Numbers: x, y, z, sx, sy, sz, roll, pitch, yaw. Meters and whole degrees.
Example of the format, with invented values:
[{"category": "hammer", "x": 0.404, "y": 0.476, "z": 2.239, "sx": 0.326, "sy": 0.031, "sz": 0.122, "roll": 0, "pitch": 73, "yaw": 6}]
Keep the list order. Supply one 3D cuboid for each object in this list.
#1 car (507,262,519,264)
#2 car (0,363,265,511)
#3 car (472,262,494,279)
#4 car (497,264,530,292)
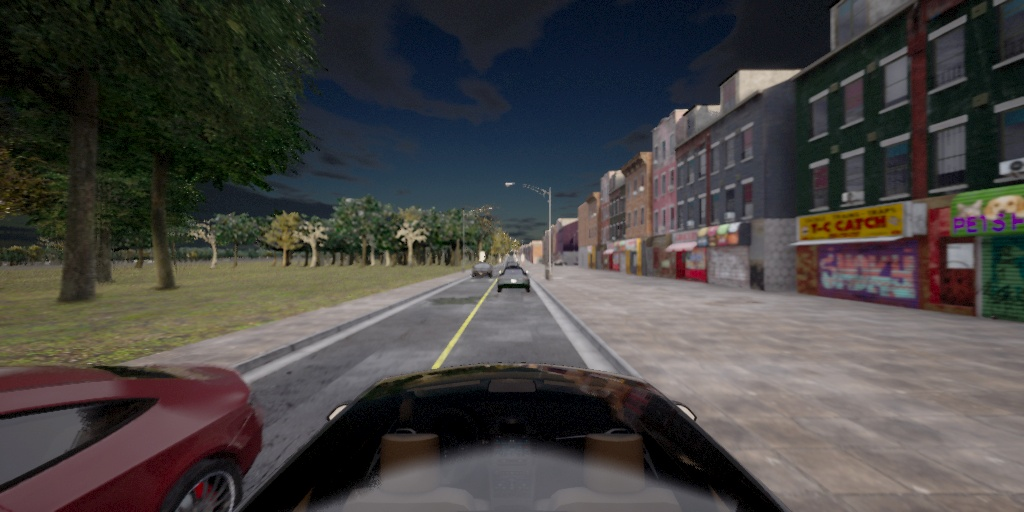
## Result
[{"category": "car", "x": 0.106, "y": 1.450, "z": 41.817, "sx": 1.837, "sy": 1.490, "sz": 4.892, "roll": 0, "pitch": 0, "yaw": 0}, {"category": "car", "x": -2.840, "y": 1.275, "z": 0.973, "sx": 1.812, "sy": 1.442, "sz": 4.674, "roll": 0, "pitch": 0, "yaw": 0}, {"category": "car", "x": -2.839, "y": 1.380, "z": 35.339, "sx": 1.882, "sy": 1.535, "sz": 5.008, "roll": 0, "pitch": -1, "yaw": 0}, {"category": "car", "x": 0.102, "y": 1.384, "z": 22.263, "sx": 1.994, "sy": 1.385, "sz": 4.181, "roll": 0, "pitch": 0, "yaw": 0}]
